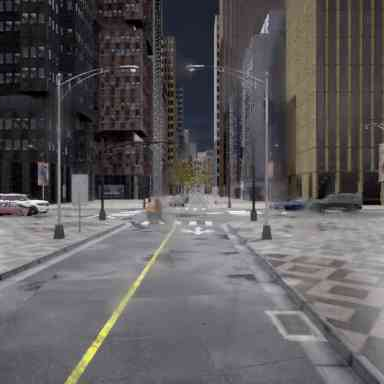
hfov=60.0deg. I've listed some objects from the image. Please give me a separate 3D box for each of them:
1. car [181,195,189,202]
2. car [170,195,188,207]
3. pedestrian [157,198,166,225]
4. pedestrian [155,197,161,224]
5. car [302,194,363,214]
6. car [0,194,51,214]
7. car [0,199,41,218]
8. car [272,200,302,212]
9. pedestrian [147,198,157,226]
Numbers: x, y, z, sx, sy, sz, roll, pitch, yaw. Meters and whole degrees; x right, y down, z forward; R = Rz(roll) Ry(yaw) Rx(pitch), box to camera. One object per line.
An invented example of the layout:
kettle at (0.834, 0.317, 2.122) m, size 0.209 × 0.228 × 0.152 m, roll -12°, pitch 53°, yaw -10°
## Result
car at (-1.639, 1.493, 78.130) m, size 1.837 × 1.490 × 4.892 m, roll 0°, pitch 0°, yaw 1°
car at (-2.183, 1.347, 50.569) m, size 2.097 × 1.767 × 4.553 m, roll 0°, pitch 0°, yaw 1°
pedestrian at (-2.168, 1.292, 22.468) m, size 0.375 × 1.860 × 0.375 m, roll 0°, pitch 0°, yaw 1°
pedestrian at (-2.390, 1.292, 23.124) m, size 0.375 × 1.860 × 0.375 m, roll 0°, pitch 0°, yaw 1°
car at (15.188, 1.230, 35.479) m, size 5.566 × 2.045 × 2.150 m, roll 0°, pitch 0°, yaw 1°
car at (-16.884, 1.207, 32.726) m, size 5.566 × 2.045 × 2.150 m, roll 0°, pitch 0°, yaw 1°
car at (-16.113, 1.556, 29.459) m, size 4.181 × 1.385 × 1.994 m, roll 0°, pitch 0°, yaw 1°
car at (11.803, 1.600, 38.805) m, size 4.718 × 1.301 × 1.895 m, roll 0°, pitch 0°, yaw 1°
pedestrian at (-2.689, 1.292, 21.901) m, size 0.375 × 1.860 × 0.375 m, roll 0°, pitch 0°, yaw 1°
